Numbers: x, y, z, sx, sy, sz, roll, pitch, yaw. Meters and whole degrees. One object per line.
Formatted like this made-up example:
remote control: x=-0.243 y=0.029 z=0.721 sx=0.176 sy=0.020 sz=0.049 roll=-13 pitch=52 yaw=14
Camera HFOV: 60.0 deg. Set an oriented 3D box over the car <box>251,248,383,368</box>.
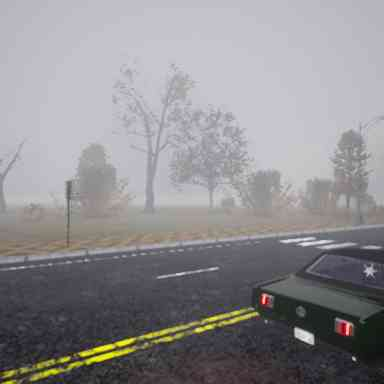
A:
car: x=3.329 y=1.646 z=5.681 sx=4.718 sy=1.301 sz=1.895 roll=1 pitch=0 yaw=-34
